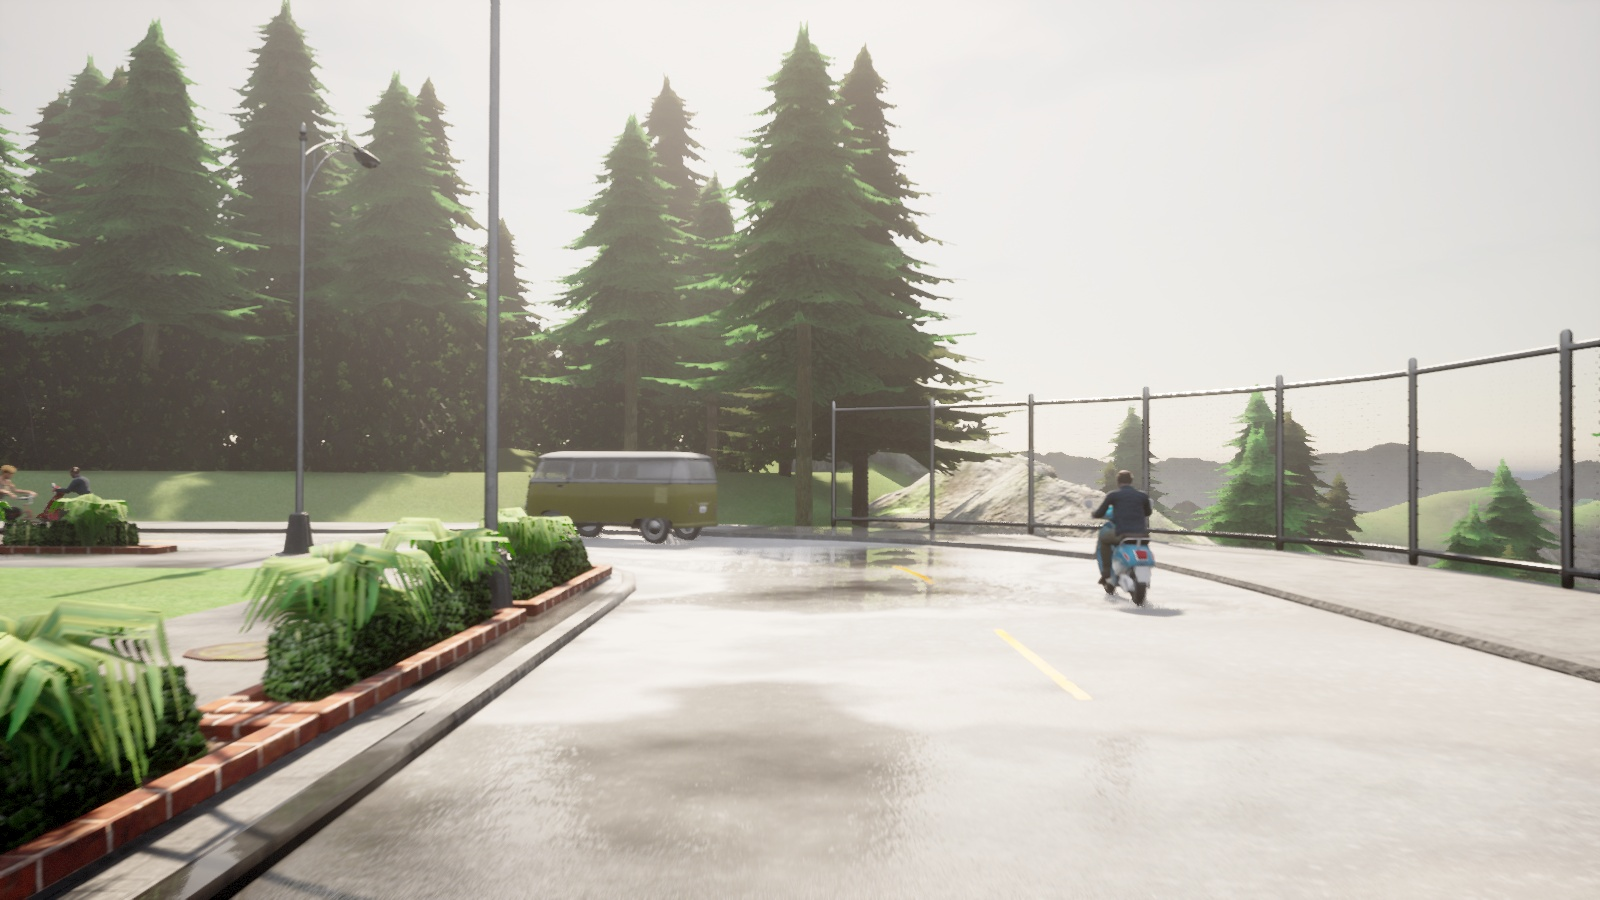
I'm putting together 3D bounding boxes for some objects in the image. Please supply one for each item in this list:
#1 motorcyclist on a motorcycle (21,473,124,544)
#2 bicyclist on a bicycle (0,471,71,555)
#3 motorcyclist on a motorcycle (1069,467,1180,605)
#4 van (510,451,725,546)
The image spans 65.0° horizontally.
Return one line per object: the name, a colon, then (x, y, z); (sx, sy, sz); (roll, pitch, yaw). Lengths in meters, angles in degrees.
motorcyclist on a motorcycle: (-16.521, 1.312, 28.541); (1.817, 1.590, 0.866); (0, -1, 0)
bicyclist on a bicycle: (-15.264, 1.223, 24.551); (1.509, 1.612, 0.866); (0, -1, 0)
motorcyclist on a motorcycle: (3.952, 1.011, 15.433); (0.866, 1.590, 1.817); (0, -1, 0)
van: (-4.064, 1.053, 27.970); (4.442, 1.987, 1.775); (-1, -1, 22)
